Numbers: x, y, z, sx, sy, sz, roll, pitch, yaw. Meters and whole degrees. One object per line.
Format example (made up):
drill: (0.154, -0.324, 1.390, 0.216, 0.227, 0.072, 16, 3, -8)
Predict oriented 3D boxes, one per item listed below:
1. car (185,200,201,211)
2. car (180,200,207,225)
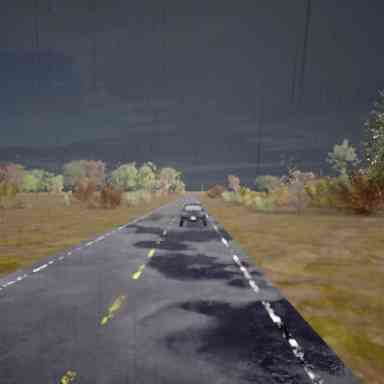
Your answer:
car: (0.087, 1.669, 42.176, 1.895, 1.301, 4.718, 0, 0, 0)
car: (0.093, 1.565, 24.314, 1.812, 1.442, 4.674, 0, 0, 0)
